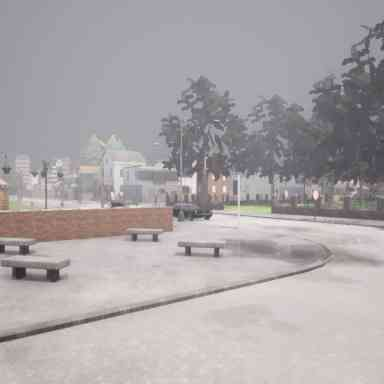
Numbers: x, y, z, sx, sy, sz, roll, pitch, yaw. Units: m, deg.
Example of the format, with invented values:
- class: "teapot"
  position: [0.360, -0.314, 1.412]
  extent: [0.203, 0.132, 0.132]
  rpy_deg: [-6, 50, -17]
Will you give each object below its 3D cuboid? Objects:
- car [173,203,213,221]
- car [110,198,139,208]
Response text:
- class: "car"
  position: [-0.347, 1.601, 27.341]
  extent: [1.895, 1.301, 4.718]
  rpy_deg: [0, 0, -35]
- class: "car"
  position: [-7.674, 1.493, 37.731]
  extent: [2.128, 1.511, 4.902]
  rpy_deg: [0, 0, -35]
